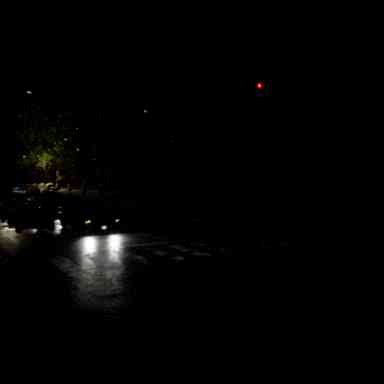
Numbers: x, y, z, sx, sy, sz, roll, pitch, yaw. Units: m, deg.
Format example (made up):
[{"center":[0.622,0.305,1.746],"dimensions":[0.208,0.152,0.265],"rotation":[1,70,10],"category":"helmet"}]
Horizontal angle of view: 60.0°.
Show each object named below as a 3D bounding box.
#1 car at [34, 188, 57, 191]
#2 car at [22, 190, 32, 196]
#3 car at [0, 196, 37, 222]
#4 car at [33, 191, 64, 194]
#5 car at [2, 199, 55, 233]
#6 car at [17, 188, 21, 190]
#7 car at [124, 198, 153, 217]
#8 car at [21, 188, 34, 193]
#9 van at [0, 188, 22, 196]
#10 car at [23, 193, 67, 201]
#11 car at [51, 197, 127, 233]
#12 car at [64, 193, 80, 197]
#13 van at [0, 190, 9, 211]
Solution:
[{"center":[-21.012,0.429,48.756],"dimensions":[2.192,1.841,5.009],"rotation":[1,0,-36],"category":"car"},{"center":[-19.500,0.840,36.843],"dimensions":[1.994,1.385,4.181],"rotation":[0,1,-36],"category":"car"},{"center":[-11.502,1.155,21.446],"dimensions":[1.802,1.307,4.206],"rotation":[2,0,-36],"category":"car"},{"center":[-16.572,0.864,38.225],"dimensions":[1.994,1.385,4.181],"rotation":[0,1,-36],"category":"car"},{"center":[-8.243,1.254,16.970],"dimensions":[1.802,1.307,4.206],"rotation":[2,0,-36],"category":"car"},{"center":[-30.795,0.375,62.185],"dimensions":[2.008,1.369,4.403],"rotation":[1,0,-36],"category":"car"},{"center":[-4.823,1.126,26.511],"dimensions":[1.752,1.417,4.829],"rotation":[1,0,-36],"category":"car"},{"center":[-27.529,0.236,57.709],"dimensions":[2.192,1.841,5.009],"rotation":[1,0,-36],"category":"car"},{"center":[-14.754,0.816,25.923],"dimensions":[1.690,1.788,3.998],"rotation":[2,0,-36],"category":"van"},{"center":[-11.540,1.044,25.899],"dimensions":[1.812,1.442,4.674],"rotation":[0,1,-36],"category":"car"},{"center":[-5.691,1.243,17.843],"dimensions":[2.033,1.411,5.357],"rotation":[0,1,-36],"category":"car"},{"center":[-14.499,0.859,39.803],"dimensions":[2.008,1.369,4.403],"rotation":[1,0,-36],"category":"car"},{"center":[-18.014,0.718,30.400],"dimensions":[1.690,1.788,3.998],"rotation":[2,0,-36],"category":"van"}]
